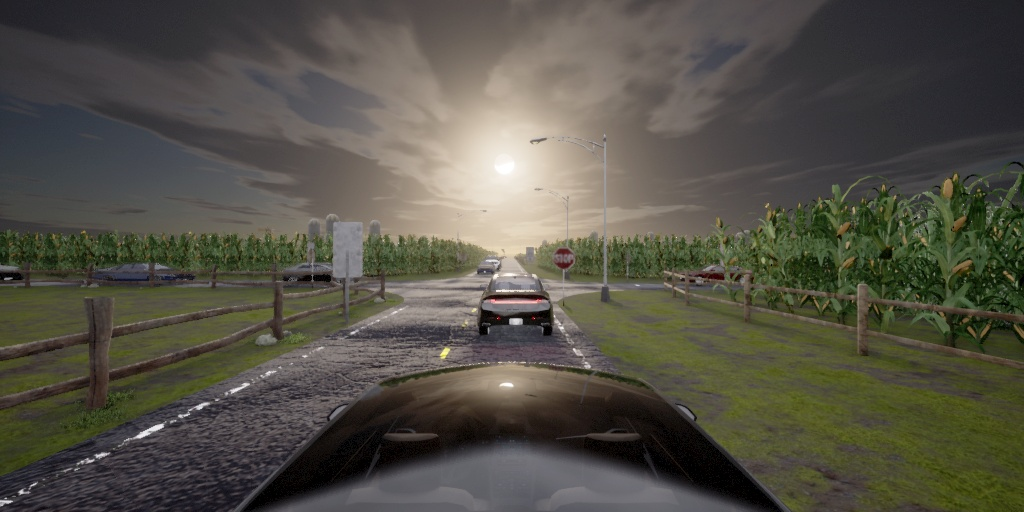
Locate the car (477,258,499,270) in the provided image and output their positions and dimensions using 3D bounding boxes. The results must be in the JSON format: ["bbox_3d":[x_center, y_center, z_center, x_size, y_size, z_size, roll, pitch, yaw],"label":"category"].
[{"bbox_3d":[-2.898,1.287,40.853,2.033,1.411,5.357,0,0,0],"label":"car"}]

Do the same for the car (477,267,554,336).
[{"bbox_3d":[0.088,1.242,10.384,2.128,1.511,4.902,0,0,0],"label":"car"}]

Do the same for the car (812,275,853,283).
[{"bbox_3d":[24.187,1.439,25.874,4.892,1.490,1.837,0,-1,0],"label":"car"}]

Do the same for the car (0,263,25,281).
[{"bbox_3d":[-35.084,0.899,23.447,4.553,1.767,2.097,0,-1,0],"label":"car"}]

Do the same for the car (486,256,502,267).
[{"bbox_3d":[-2.900,0.956,51.425,2.150,2.045,5.566,0,0,1],"label":"car"}]

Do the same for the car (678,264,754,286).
[{"bbox_3d":[14.723,1.346,25.959,5.008,1.535,1.882,0,-1,1],"label":"car"}]

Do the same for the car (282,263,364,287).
[{"bbox_3d":[-12.009,1.159,22.943,4.902,1.511,2.128,0,-1,4],"label":"car"}]

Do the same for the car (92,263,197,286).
[{"bbox_3d":[-23.829,1.153,23.342,5.357,1.411,2.033,0,-1,0],"label":"car"}]
